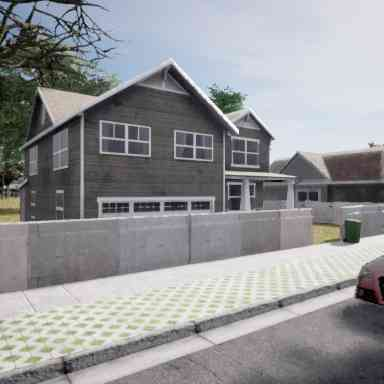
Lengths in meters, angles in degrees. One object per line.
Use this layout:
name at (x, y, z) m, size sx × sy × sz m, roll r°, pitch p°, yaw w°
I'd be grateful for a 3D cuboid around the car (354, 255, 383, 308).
car at (5.174, 1.562, 6.776) m, size 4.181 × 1.385 × 1.994 m, roll 0°, pitch 0°, yaw -36°
